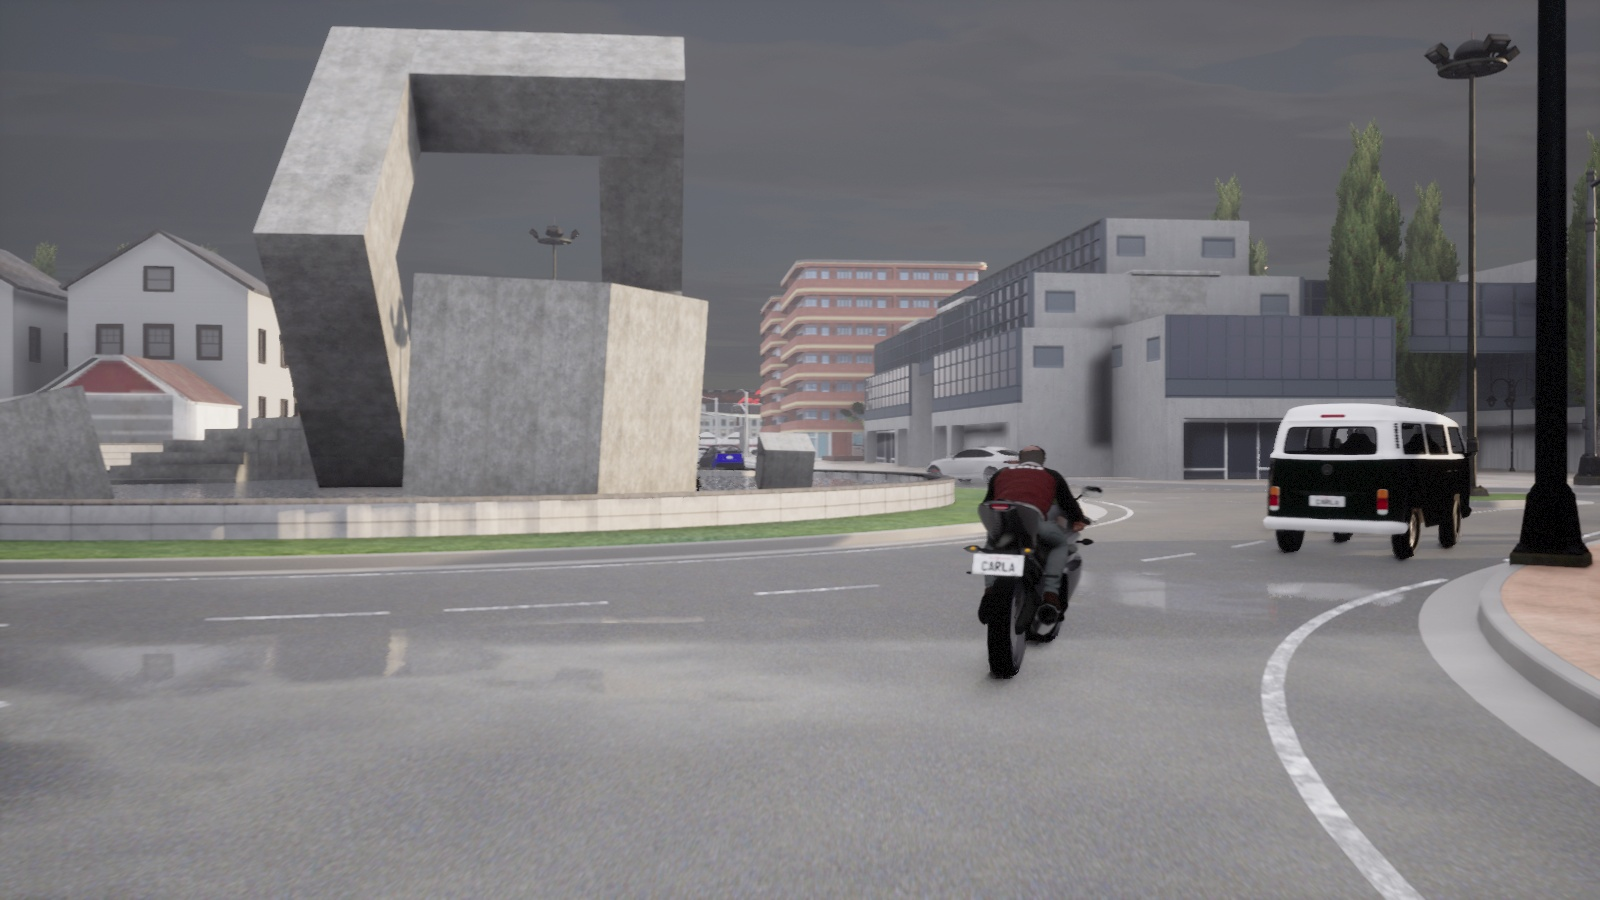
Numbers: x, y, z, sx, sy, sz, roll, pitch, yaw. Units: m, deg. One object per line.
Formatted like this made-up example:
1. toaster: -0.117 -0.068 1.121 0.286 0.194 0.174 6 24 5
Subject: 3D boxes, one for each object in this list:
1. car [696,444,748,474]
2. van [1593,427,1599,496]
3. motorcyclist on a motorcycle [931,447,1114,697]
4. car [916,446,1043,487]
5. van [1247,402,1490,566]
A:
1. car: -4.157 0.425 66.147 2.007 1.525 4.514 0 0 -14
2. van: 25.849 0.354 36.346 4.480 2.038 2.069 0 0 -1
3. motorcyclist on a motorcycle: 1.644 0.748 8.918 0.866 1.530 2.191 1 0 21
4. car: 6.700 0.591 47.257 1.812 1.442 4.674 0 0 -40
5. van: 8.214 0.408 17.923 2.069 2.038 4.480 1 1 39
